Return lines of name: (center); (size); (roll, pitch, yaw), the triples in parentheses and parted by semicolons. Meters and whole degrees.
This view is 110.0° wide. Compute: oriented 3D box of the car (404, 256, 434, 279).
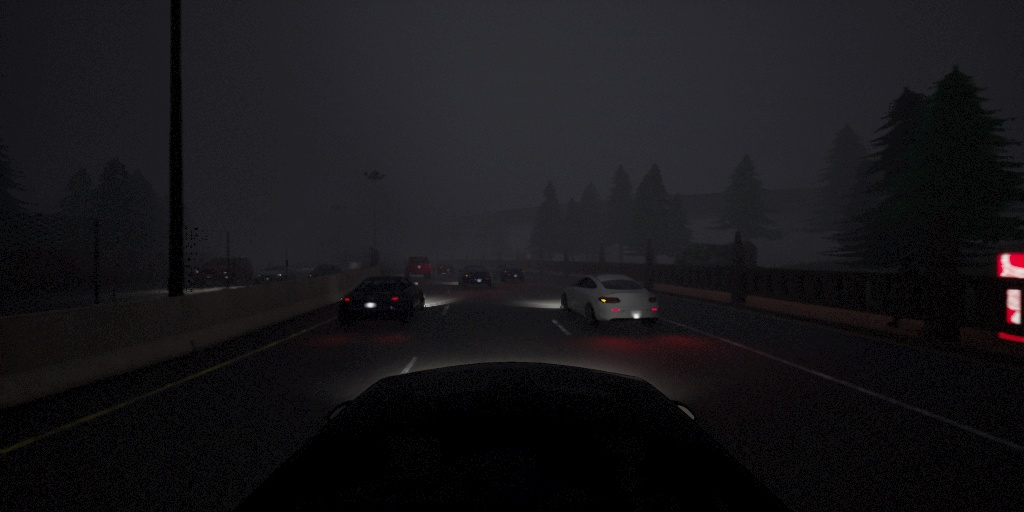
car: (-8.916, 1.049, 33.748); (2.150, 2.045, 5.566); (0, 0, -18)

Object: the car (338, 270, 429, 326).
car: (-4.161, 1.344, 11.982); (1.994, 1.385, 4.181); (0, 0, -6)

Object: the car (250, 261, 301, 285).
car: (-18.330, 1.383, 28.062); (1.812, 1.442, 4.674); (0, 0, -17)

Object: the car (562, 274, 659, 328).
car: (2.924, 1.277, 11.392); (1.812, 1.442, 4.674); (0, 0, -6)

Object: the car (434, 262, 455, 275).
car: (-7.869, 1.359, 41.069); (1.812, 1.442, 4.674); (0, 0, -23)

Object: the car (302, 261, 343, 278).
car: (-14.889, 1.392, 28.967); (2.033, 1.411, 5.357); (0, 0, -17)

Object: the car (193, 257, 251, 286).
car: (-21.733, 1.093, 27.354); (2.150, 2.045, 5.566); (0, 0, -18)

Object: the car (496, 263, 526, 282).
car: (-0.323, 1.313, 29.220); (1.812, 1.442, 4.674); (0, 0, -15)

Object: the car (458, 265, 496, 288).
car: (-2.536, 1.316, 24.070); (1.812, 1.442, 4.674); (0, 0, -13)

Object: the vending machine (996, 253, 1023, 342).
vending machine: (11.231, 0.909, 7.473); (1.100, 2.100, 0.880); (0, 0, -3)

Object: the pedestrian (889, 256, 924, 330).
pedestrian: (9.670, 0.864, 8.768); (0.375, 1.860, 0.375); (0, 0, -4)
